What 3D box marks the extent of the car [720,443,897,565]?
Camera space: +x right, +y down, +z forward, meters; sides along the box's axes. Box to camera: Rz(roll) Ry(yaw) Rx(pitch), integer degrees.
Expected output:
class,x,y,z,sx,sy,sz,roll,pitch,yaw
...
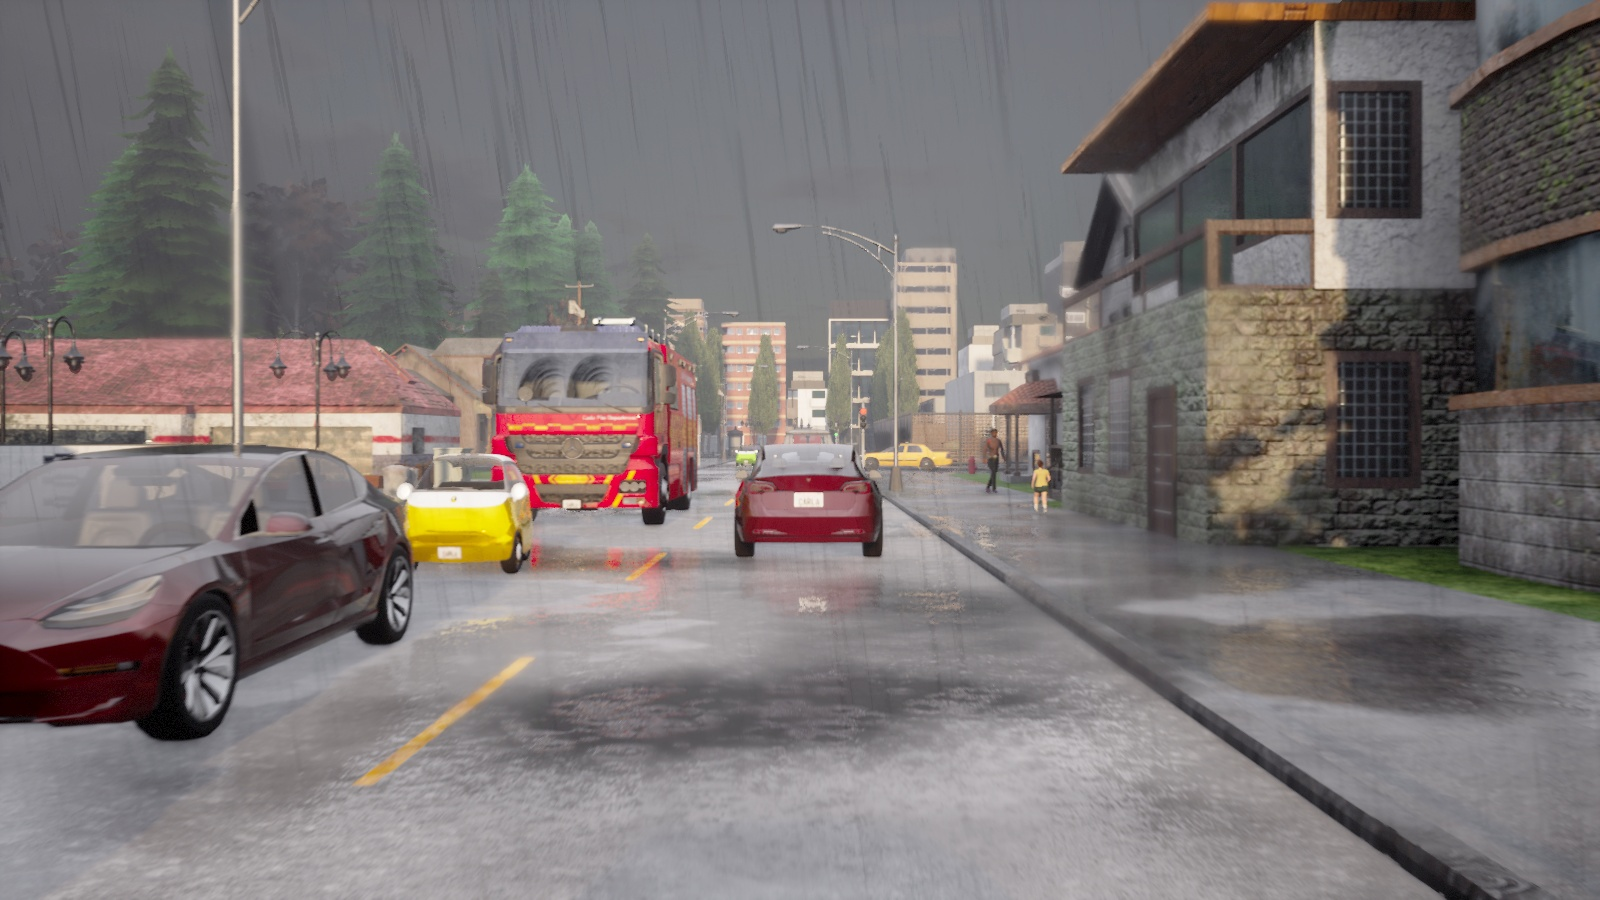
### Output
class,x,y,z,sx,sy,sz,roll,pitch,yaw
car,0.119,0.646,17.734,2.163,1.488,4.792,0,0,0

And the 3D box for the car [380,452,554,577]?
class,x,y,z,sx,sy,sz,roll,pitch,yaw
car,-3.897,0.714,14.987,1.481,1.376,2.207,0,0,0

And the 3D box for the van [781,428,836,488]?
class,x,y,z,sx,sy,sz,roll,pitch,yaw
van,0.278,0.254,43.507,1.775,1.987,4.442,0,0,0

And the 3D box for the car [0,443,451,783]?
class,x,y,z,sx,sy,sz,roll,pitch,yaw
car,-3.942,0.699,7.887,2.163,1.488,4.792,0,0,0

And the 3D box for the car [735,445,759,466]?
class,x,y,z,sx,sy,sz,roll,pitch,yaw
car,-3.510,0.331,82.947,1.481,1.376,2.207,0,0,0

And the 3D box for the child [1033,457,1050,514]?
class,x,y,z,sx,sy,sz,roll,pitch,yaw
child,4.781,0.700,24.900,0.255,1.110,0.394,0,0,0

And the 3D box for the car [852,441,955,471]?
class,x,y,z,sx,sy,sz,roll,pitch,yaw
car,5.499,0.315,66.539,5.366,1.575,1.801,0,0,6

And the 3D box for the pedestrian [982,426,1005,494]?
class,x,y,z,sx,sy,sz,roll,pitch,yaw
pedestrian,5.278,0.268,34.208,0.328,1.805,0.869,0,0,-12

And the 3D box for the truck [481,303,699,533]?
class,x,y,z,sx,sy,sz,roll,pitch,yaw
truck,-3.837,-0.563,25.141,2.891,3.827,8.468,0,0,0
